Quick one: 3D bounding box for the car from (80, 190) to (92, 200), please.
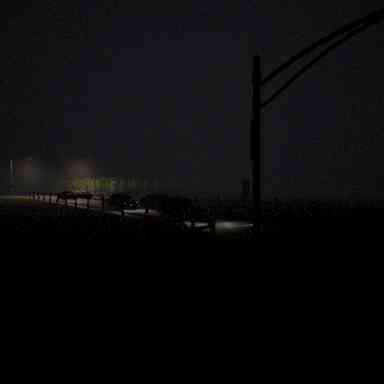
[{"bbox_3d":[-18.203,0.478,55.660,2.128,1.511,4.902,0,1,-35],"label":"car"}]

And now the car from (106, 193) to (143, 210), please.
[{"bbox_3d":[-7.083,0.920,33.330,1.837,1.490,4.892,0,1,-35],"label":"car"}]

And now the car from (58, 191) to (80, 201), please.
[{"bbox_3d":[-18.847,0.573,50.317,1.812,1.442,4.674,0,1,-34],"label":"car"}]

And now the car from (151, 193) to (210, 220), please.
[{"bbox_3d":[-0.721,1.095,24.208,1.882,1.535,5.008,0,1,-35],"label":"car"}]

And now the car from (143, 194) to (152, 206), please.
[{"bbox_3d":[-4.000,0.905,35.360,1.882,1.535,5.008,0,1,-35],"label":"car"}]
